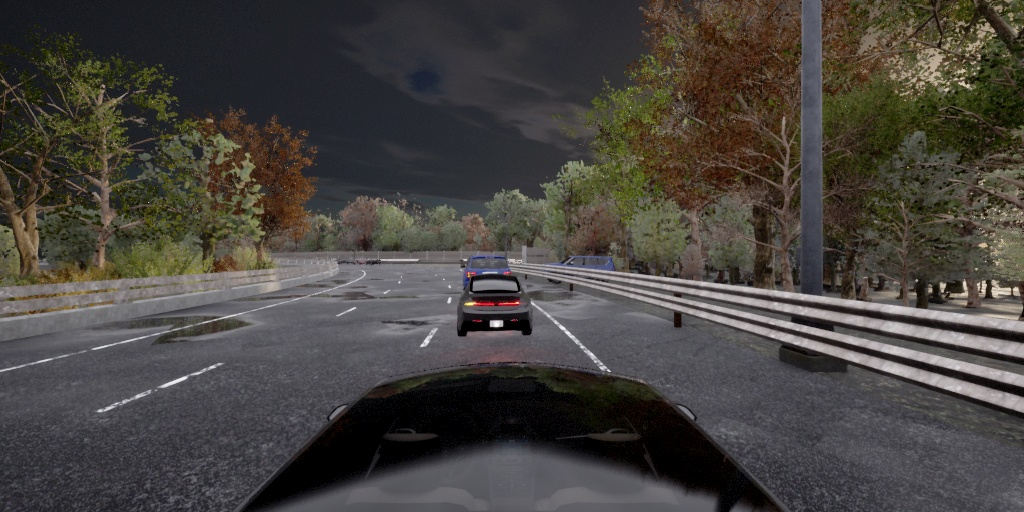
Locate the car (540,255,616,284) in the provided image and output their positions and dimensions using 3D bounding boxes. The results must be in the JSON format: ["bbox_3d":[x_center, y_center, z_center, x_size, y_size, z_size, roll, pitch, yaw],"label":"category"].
[{"bbox_3d":[4.820,0.966,26.148,5.566,2.045,2.150,3,1,-7],"label":"car"}]

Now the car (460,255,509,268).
[{"bbox_3d":[-1.329,0.971,17.840,2.150,2.045,5.566,0,0,-9],"label":"car"}]

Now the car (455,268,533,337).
[{"bbox_3d":[-0.558,1.255,10.366,1.837,1.490,4.892,0,0,-5],"label":"car"}]
